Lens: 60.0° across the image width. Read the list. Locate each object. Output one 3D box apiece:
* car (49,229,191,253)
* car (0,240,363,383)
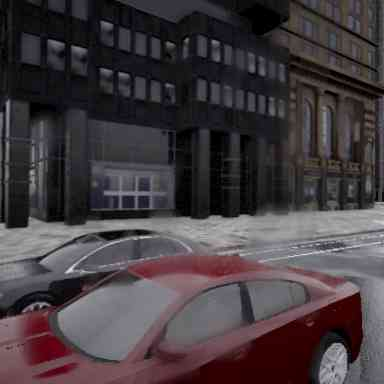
[{"bbox_3d":[-1.611,1.532,6.528,4.892,1.490,1.837,1,0,-35],"label":"car"},{"bbox_3d":[-0.148,1.498,3.577,5.008,1.535,1.882,1,0,-35],"label":"car"}]
